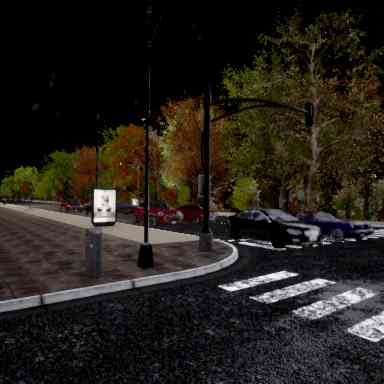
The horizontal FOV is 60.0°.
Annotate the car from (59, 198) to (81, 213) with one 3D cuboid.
[{"bbox_3d":[-15.726,1.731,43.319,2.097,1.767,4.553,1,-1,-34],"label":"car"}]

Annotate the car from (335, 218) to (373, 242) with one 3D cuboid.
[{"bbox_3d":[6.470,1.672,16.882,1.895,1.301,4.718,1,-1,-35],"label":"car"}]

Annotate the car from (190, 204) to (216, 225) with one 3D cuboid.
[{"bbox_3d":[0.177,1.709,25.982,1.812,1.442,4.674,1,-1,-35],"label":"car"}]

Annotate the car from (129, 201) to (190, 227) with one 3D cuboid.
[{"bbox_3d":[-2.471,1.492,24.100,2.097,1.767,4.553,1,-1,-35],"label":"car"}]

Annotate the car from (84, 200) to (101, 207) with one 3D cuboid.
[{"bbox_3d":[-19.984,2.297,66.880,1.994,1.385,4.181,1,-1,-35],"label":"car"}]

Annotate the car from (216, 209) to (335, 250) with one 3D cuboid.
[{"bbox_3d":[3.410,1.511,14.676,2.128,1.511,4.902,1,-1,-28],"label":"car"}]

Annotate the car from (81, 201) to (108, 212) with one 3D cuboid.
[{"bbox_3d":[-13.573,1.979,45.924,2.033,1.411,5.357,1,-1,-34],"label":"car"}]

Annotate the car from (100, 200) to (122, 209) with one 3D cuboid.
[{"bbox_3d":[-14.249,2.122,58.596,2.128,1.511,4.902,1,-1,-35],"label":"car"}]

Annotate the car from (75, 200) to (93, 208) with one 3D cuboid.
[{"bbox_3d":[-19.890,2.166,61.023,1.812,1.442,4.674,1,-1,-35],"label":"car"}]

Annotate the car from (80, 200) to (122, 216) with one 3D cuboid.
[{"bbox_3d":[-9.445,1.758,34.185,2.128,1.511,4.902,1,-1,-35],"label":"car"}]

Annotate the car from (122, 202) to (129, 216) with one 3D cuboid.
[{"bbox_3d":[-7.328,1.866,36.832,2.033,1.411,5.357,1,-1,-34],"label":"car"}]
